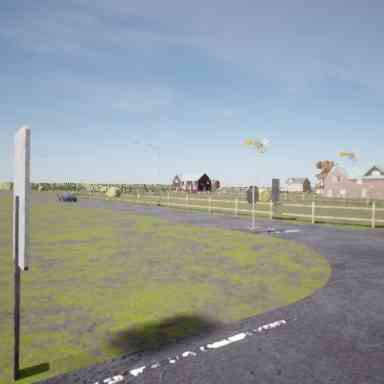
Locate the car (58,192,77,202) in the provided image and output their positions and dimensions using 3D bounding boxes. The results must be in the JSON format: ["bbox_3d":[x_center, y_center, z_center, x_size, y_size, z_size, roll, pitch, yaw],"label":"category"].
[{"bbox_3d":[-18.721,0.718,49.871,1.994,1.385,4.181,1,1,-36],"label":"car"}]
